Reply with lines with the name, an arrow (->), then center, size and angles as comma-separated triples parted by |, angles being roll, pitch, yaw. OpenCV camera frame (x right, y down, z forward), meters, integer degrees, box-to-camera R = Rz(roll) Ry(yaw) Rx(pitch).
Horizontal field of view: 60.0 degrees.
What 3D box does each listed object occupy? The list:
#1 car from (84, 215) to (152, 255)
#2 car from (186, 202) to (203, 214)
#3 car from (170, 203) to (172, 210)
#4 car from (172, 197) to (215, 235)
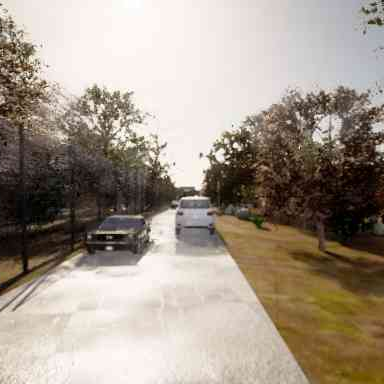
car -> -2.819, 1.641, 13.613 | 1.895, 1.301, 4.718 | 0, 0, 0
car -> 0.280, 1.971, 42.040 | 2.033, 1.411, 5.357 | 0, -1, 0
car -> -2.510, 2.189, 55.620 | 2.128, 1.511, 4.902 | 0, -1, 1
car -> 0.164, 1.311, 19.704 | 2.150, 2.045, 5.566 | 0, -1, 0
